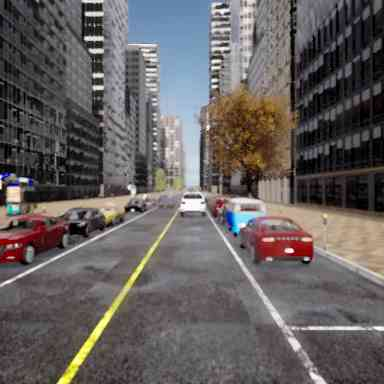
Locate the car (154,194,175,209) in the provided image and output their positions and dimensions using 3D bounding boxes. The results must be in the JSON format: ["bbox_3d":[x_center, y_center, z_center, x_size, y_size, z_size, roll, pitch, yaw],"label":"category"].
[{"bbox_3d":[-3.081,1.313,41.162,2.033,1.411,5.357,0,0,0],"label":"car"}]

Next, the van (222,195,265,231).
[{"bbox_3d":[2.695,1.245,17.106,1.690,1.788,3.998,0,0,0],"label":"van"}]

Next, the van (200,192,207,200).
[{"bbox_3d":[2.716,0.882,79.455,1.690,1.788,3.998,0,0,0],"label":"van"}]

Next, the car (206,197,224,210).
[{"bbox_3d":[2.703,1.356,39.780,1.802,1.307,4.206,0,0,0],"label":"car"}]

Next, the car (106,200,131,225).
[{"bbox_3d":[-5.683,1.397,22.609,1.752,1.417,4.829,0,0,0],"label":"car"}]

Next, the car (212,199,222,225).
[{"bbox_3d":[2.697,1.422,22.776,2.008,1.369,4.403,0,0,0],"label":"car"}]

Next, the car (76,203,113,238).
[{"bbox_3d":[-5.686,1.469,17.112,1.947,1.339,4.313,0,0,0],"label":"car"}]

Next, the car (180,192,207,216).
[{"bbox_3d":[0.106,1.050,30.204,2.150,2.045,5.566,0,0,1],"label":"car"}]

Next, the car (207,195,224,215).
[{"bbox_3d":[2.699,1.154,28.442,2.192,1.841,5.009,0,0,0],"label":"car"}]

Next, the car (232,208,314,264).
[{"bbox_3d":[2.693,1.480,11.440,1.887,1.381,4.507,0,0,0],"label":"car"}]

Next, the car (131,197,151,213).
[{"bbox_3d":[-5.679,1.372,34.115,1.947,1.339,4.313,0,0,0],"label":"car"}]

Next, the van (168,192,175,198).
[{"bbox_3d":[-5.661,0.812,90.795,1.690,1.788,3.998,0,0,0],"label":"van"}]

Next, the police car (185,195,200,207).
[{"bbox_3d":[0.043,1.232,47.736,2.038,1.542,4.974,0,0,0],"label":"police car"}]

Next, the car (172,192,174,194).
[{"bbox_3d":[-5.665,0.980,79.459,1.967,1.590,4.097,0,0,0],"label":"car"}]

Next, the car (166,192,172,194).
[{"bbox_3d":[-5.668,1.174,68.123,1.947,1.339,4.313,0,0,0],"label":"car"}]

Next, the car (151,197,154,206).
[{"bbox_3d":[-5.676,1.323,45.452,1.802,1.307,4.206,0,0,0],"label":"car"}]

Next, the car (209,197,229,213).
[{"bbox_3d":[2.701,1.331,34.281,1.752,1.417,4.829,0,0,0],"label":"car"}]

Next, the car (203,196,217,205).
[{"bbox_3d":[2.707,1.274,51.116,1.947,1.339,4.313,0,0,0],"label":"car"}]

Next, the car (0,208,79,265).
[{"bbox_3d":[-5.687,1.480,11.444,1.887,1.381,4.507,0,0,0],"label":"car"}]
